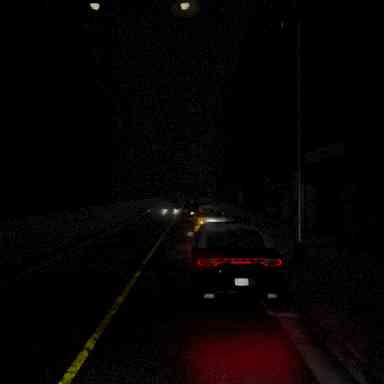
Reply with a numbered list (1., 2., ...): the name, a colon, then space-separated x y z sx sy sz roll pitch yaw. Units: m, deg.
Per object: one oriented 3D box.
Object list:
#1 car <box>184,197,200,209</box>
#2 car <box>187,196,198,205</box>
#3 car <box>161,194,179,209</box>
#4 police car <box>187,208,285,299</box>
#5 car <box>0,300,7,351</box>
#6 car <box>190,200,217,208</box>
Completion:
1. car: 0.030 1.414 46.599 2.097 1.767 4.553 0 0 0
2. car: 0.018 1.574 60.343 1.882 1.535 5.008 0 0 0
3. car: -2.986 1.284 47.252 2.150 2.045 5.566 0 0 0
4. police car: 0.903 1.430 8.619 1.930 1.638 5.238 0 0 0
5. car: -3.100 1.526 2.167 1.812 1.442 4.674 0 0 0
6. car: 0.905 1.469 18.701 1.801 1.575 5.366 0 0 0
